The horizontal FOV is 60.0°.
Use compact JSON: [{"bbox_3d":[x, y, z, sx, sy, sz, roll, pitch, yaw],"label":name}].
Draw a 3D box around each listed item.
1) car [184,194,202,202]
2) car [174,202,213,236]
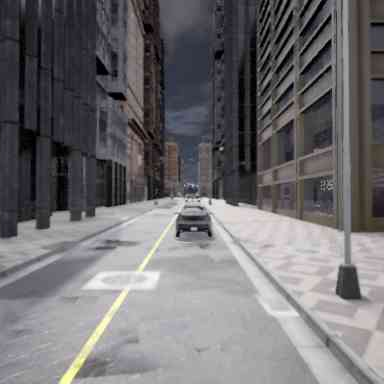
[{"bbox_3d":[0.091,1.301,44.286,2.150,2.045,5.566,0,0,0],"label":"car"},{"bbox_3d":[0.096,1.518,18.369,1.837,1.490,4.892,0,0,0],"label":"car"}]
